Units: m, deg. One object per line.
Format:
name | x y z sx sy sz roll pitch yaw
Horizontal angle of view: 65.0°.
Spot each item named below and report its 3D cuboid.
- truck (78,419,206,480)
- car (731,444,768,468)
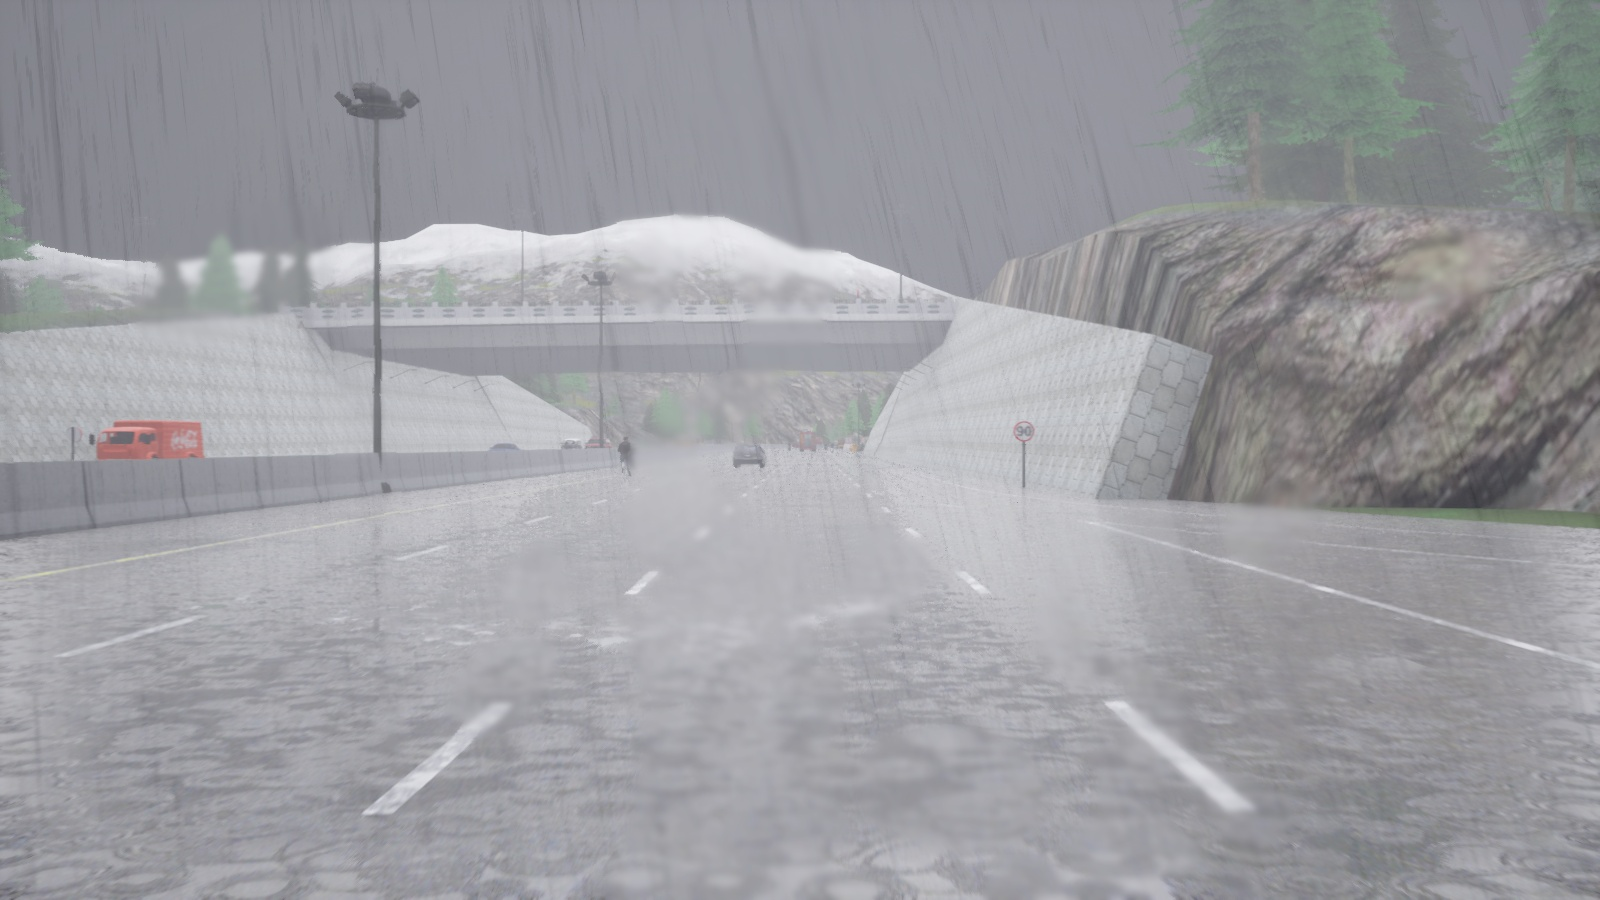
truck | -27.683 -0.075 53.070 2.627 2.467 5.204 0 1 0
car | -3.047 0.357 76.985 2.033 1.411 5.357 0 0 0
